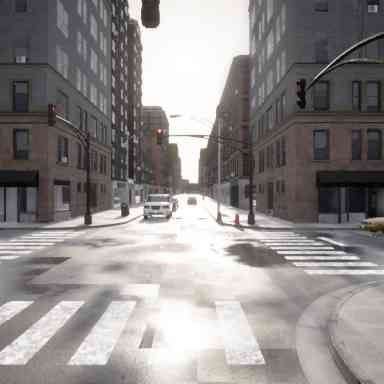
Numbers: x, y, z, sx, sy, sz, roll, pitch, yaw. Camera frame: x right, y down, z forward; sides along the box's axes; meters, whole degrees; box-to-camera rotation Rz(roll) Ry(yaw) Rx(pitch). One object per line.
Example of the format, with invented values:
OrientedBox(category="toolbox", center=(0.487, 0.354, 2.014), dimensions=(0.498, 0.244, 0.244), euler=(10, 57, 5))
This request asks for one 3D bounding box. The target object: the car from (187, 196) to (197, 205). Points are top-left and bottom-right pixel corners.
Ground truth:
OrientedBox(category="car", center=(0.004, 1.527, 59.694), dimensions=(2.033, 1.411, 5.357), euler=(0, 0, 0))

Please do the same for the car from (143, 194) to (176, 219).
OrientedBox(category="car", center=(-2.894, 1.218, 29.207), dimensions=(2.150, 2.045, 5.566), euler=(0, 0, 0))

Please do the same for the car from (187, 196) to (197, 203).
OrientedBox(category="car", center=(-0.005, 1.571, 70.069), dimensions=(1.895, 1.301, 4.718), euler=(0, 0, 0))

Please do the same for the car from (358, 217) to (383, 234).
OrientedBox(category="car", center=(11.606, 1.555, 17.912), dimensions=(4.829, 1.417, 1.752), euler=(0, 0, 0))

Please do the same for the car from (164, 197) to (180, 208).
OrientedBox(category="car", center=(-2.919, 1.534, 49.754), dimensions=(2.033, 1.411, 5.357), euler=(0, 0, 0))

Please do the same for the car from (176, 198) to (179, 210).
OrientedBox(category="car", center=(-2.904, 1.345, 39.472), dimensions=(2.097, 1.767, 4.553), euler=(0, 0, 0))
